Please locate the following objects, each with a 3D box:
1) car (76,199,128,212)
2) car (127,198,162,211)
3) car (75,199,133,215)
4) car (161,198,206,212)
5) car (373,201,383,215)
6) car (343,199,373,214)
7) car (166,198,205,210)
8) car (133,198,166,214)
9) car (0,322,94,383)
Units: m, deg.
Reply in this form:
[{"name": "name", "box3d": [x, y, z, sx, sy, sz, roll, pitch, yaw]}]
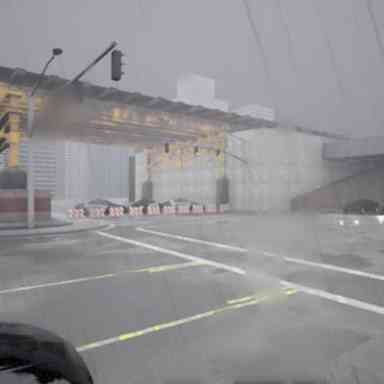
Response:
[{"name": "car", "box3d": [-8.725, 1.289, 32.336, 4.536, 1.218, 1.853, 0, 0, 8]}, {"name": "car", "box3d": [-4.922, 1.286, 35.076, 1.853, 1.218, 4.536, 0, 0, 18]}, {"name": "car", "box3d": [-8.674, 1.446, 32.329, 4.974, 1.542, 2.038, 0, 0, 8]}, {"name": "car", "box3d": [-1.039, 1.441, 38.798, 4.974, 1.542, 2.038, 0, 0, -7]}, {"name": "car", "box3d": [20.115, 1.528, 32.241, 5.357, 1.411, 2.033, 0, 0, -37]}, {"name": "car", "box3d": [17.753, 1.459, 34.840, 5.008, 1.535, 1.882, 0, 0, -37]}, {"name": "car", "box3d": [-1.090, 1.283, 38.791, 4.536, 1.218, 1.853, 0, 0, -7]}, {"name": "car", "box3d": [-4.937, 1.444, 35.026, 2.038, 1.542, 4.974, 0, 0, 18]}, {"name": "car", "box3d": [-2.967, 1.492, 1.654, 4.902, 1.511, 2.128, 0, 0, -35]}]
